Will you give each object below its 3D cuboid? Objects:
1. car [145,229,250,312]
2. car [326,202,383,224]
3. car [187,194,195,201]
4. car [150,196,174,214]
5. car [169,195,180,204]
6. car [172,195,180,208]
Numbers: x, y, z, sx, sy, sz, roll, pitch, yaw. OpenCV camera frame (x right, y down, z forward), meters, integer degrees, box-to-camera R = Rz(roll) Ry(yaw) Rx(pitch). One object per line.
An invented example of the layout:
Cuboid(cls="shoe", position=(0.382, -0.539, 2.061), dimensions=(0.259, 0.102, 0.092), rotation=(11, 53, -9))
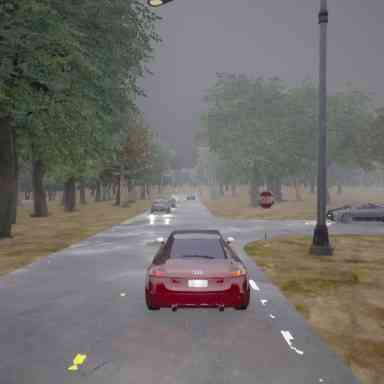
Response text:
Cuboid(cls="car", position=(0.090, 1.558, 7.796), dimensions=(1.994, 1.385, 4.181), rotation=(0, 0, 0))
Cuboid(cls="car", position=(11.252, 1.378, 22.333), dimensions=(4.181, 1.385, 1.994), rotation=(-1, 1, 2))
Cuboid(cls="car", position=(-0.174, 1.199, 75.314), dimensions=(1.837, 1.490, 4.892), rotation=(0, 0, 0))
Cuboid(cls="car", position=(-3.175, 1.432, 34.656), dimensions=(1.837, 1.490, 4.892), rotation=(1, 0, 0))
Cuboid(cls="car", position=(-3.207, 1.333, 60.613), dimensions=(1.812, 1.442, 4.674), rotation=(0, 0, 0))
Cuboid(cls="car", position=(-3.195, 1.437, 46.049), dimensions=(2.033, 1.411, 5.357), rotation=(0, 0, 0))
